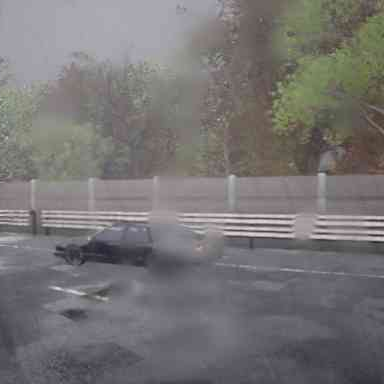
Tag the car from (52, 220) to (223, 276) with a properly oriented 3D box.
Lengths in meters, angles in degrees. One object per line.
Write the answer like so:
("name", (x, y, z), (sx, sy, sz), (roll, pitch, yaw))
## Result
("car", (-1.784, 1.609, 10.429), (5.357, 1.411, 2.033), (-1, 0, 24))
